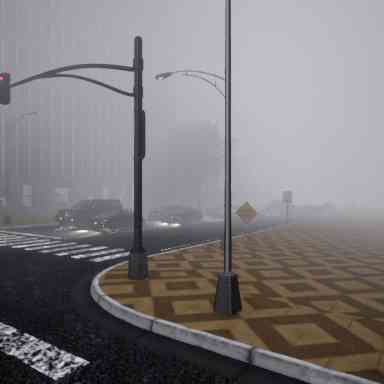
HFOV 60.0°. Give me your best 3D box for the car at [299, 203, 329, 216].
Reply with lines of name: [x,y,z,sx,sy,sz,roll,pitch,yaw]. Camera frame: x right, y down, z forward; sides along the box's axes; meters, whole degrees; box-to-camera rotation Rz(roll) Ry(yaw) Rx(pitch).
car: [16.457,2.406,44.704,2.033,1.411,5.357,0,-1,33]

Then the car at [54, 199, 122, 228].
car: [-7.643,1.547,25.467,2.150,2.045,5.566,0,-1,33]

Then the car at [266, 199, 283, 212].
car: [13.476,2.140,52.187,2.150,2.045,5.566,0,-1,33]

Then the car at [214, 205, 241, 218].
car: [4.797,2.251,38.830,1.895,1.301,4.718,0,-1,33]

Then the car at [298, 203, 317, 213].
car: [19.012,2.593,54.795,1.994,1.385,4.181,0,-1,33]

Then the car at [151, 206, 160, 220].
car: [-2.465,2.001,33.536,1.837,1.490,4.892,0,-1,33]

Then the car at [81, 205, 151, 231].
car: [-5.194,1.883,23.270,1.994,1.385,4.181,0,-1,33]

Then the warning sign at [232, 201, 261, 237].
warning sign: [3.052,1.454,18.587,1.300,1.860,1.060,1,1,33]

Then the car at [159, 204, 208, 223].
car: [-0.662,2.033,30.336,1.994,1.385,4.181,0,-1,32]

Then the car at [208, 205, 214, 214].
car: [3.398,2.292,42.663,1.895,1.301,4.718,0,-1,32]

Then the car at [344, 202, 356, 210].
car: [31.403,2.770,65.984,1.801,1.575,5.366,0,-1,33]

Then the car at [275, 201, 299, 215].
car: [13.493,2.373,46.108,1.812,1.442,4.674,0,-1,33]

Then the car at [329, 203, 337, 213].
car: [21.748,2.537,53.041,1.837,1.490,4.892,0,-1,33]
